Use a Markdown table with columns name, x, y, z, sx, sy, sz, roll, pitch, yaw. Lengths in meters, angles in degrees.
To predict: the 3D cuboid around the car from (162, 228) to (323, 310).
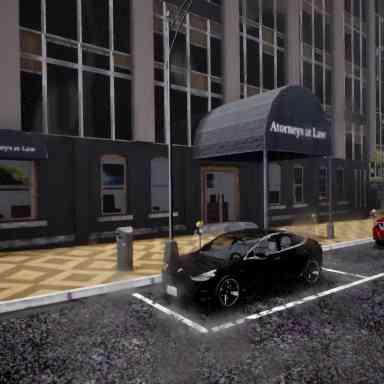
| name | x | y | z | sx | sy | sz | roll | pitch | yaw |
| --- | --- | --- | --- | --- | --- | --- | --- | --- | --- |
| car | 1.348 | 1.564 | 7.830 | 4.313 | 1.339 | 1.947 | 0 | -1 | -37 |

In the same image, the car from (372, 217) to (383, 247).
| name | x | y | z | sx | sy | sz | roll | pitch | yaw |
| --- | --- | --- | --- | --- | --- | --- | --- | --- | --- |
| car | 9.620 | 1.310 | 14.038 | 5.009 | 1.841 | 2.192 | 0 | -1 | -37 |
